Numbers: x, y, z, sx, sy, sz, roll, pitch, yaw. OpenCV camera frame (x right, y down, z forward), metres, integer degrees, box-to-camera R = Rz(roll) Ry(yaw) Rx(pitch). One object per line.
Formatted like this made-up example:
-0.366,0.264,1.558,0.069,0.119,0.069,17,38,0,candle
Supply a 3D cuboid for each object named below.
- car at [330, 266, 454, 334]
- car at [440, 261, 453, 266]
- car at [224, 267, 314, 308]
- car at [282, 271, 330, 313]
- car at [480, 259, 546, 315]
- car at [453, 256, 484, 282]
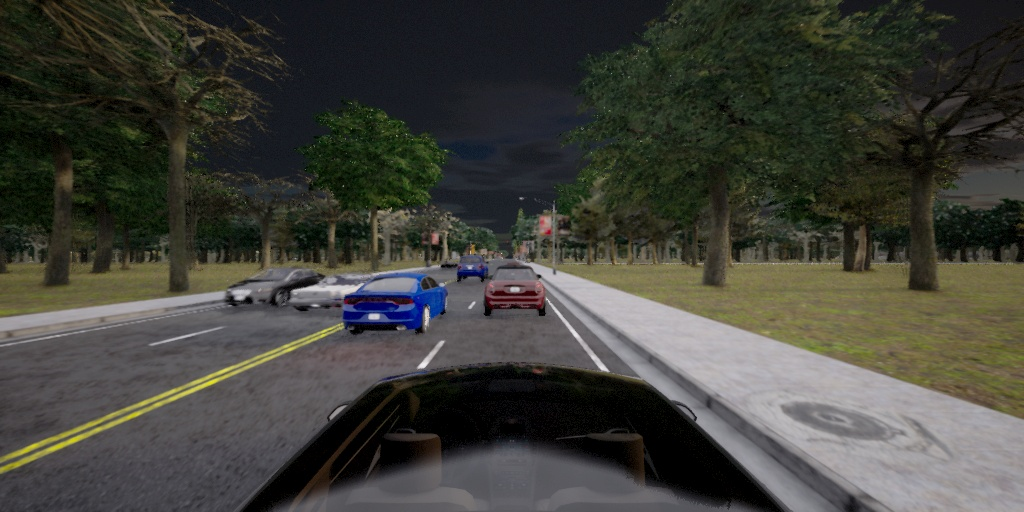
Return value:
-3.151,1.235,10.674,1.882,1.535,5.008,0,0,0,car
-9.818,1.416,55.680,1.895,1.301,4.718,0,0,0,car
-9.851,1.253,15.437,2.128,1.511,4.902,0,0,0,car
-6.602,1.361,14.245,1.895,1.301,4.718,0,0,0,car
0.099,1.112,13.763,2.097,1.767,4.553,0,0,0,car
-3.153,0.997,29.558,2.150,2.045,5.566,0,0,0,car
